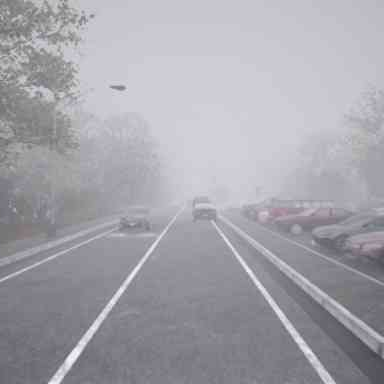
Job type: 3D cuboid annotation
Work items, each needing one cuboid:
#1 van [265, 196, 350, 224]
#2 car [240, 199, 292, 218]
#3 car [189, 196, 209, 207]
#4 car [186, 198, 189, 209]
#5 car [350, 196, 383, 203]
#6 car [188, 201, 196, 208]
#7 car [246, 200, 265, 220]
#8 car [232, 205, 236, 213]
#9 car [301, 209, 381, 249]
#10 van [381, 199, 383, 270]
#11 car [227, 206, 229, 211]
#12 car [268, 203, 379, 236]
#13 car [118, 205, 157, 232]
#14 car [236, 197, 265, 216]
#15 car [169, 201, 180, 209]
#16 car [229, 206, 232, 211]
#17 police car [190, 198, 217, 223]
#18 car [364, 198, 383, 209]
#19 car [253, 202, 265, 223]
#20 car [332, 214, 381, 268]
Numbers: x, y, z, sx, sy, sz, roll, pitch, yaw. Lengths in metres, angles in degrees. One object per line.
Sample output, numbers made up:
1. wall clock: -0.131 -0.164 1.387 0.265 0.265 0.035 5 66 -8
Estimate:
1. van: 7.208 1.350 21.156 4.442 1.987 1.878 0 0 0
2. car: 7.139 1.548 32.255 4.553 1.767 2.185 0 0 0
3. car: 1.007 1.498 37.157 2.150 2.045 5.566 0 -1 0
4. car: 0.055 2.133 61.382 2.150 2.045 5.566 0 -2 0
5. car: 20.219 1.448 34.791 5.566 2.045 2.435 0 -1 0
6. car: 0.071 2.902 77.682 1.837 1.490 4.892 0 -3 0
7. car: 7.129 1.653 26.705 4.792 1.488 2.163 0 0 0
8. car: 7.118 1.705 35.030 5.008 1.535 2.097 0 -1 0
9. car: 7.049 1.535 12.827 4.792 1.488 2.163 0 0 0
10. van: 6.954 1.232 7.275 4.442 1.987 1.878 0 0 0
11. car: 6.935 1.788 40.571 5.366 1.575 1.946 0 -1 0
12. car: 7.092 1.552 18.377 5.008 1.535 2.097 0 0 0
13. car: -3.332 1.593 21.013 1.837 1.490 4.892 0 0 0
14. car: 7.075 1.396 29.484 5.566 2.045 2.435 0 0 0
15. car: -3.219 2.489 62.768 1.812 1.442 4.674 0 -2 1
16. car: 7.122 1.745 37.802 4.892 1.521 2.231 0 -1 0
17. police car: 0.998 1.570 27.215 1.930 1.638 5.238 0 -1 0
18. car: 20.002 1.667 32.020 5.366 1.575 1.946 0 -1 0
19. car: 7.098 1.640 23.930 4.674 1.452 2.002 0 -1 0
20. car: 7.077 1.521 10.049 4.674 1.452 2.002 0 0 0
